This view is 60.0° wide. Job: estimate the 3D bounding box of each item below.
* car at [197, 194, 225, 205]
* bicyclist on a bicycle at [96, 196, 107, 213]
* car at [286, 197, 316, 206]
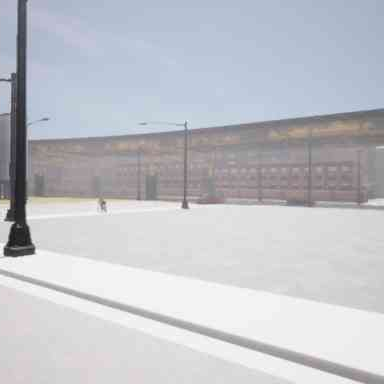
[{"bbox_3d":[3.236,1.182,54.686,4.553,1.767,2.097,1,1,-22],"label":"car"},{"bbox_3d":[-8.682,1.199,31.942,1.656,1.620,0.582,1,1,34],"label":"bicyclist on a bicycle"},{"bbox_3d":[17.979,1.573,54.788,4.674,1.442,1.812,1,0,14],"label":"car"}]
